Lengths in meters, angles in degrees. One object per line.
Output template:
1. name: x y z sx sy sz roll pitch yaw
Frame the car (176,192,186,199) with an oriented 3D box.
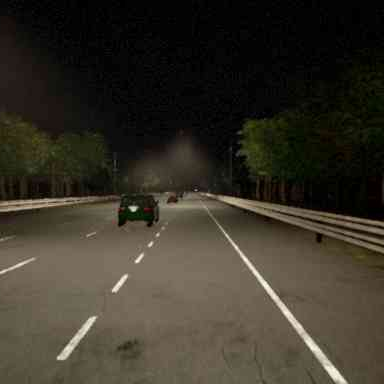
1. car: -3.450 0.940 91.375 2.150 2.045 5.566 0 0 0

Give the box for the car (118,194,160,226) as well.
1. car: -3.487 1.150 22.562 2.150 2.045 5.566 0 0 0

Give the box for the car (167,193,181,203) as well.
1. car: -3.467 1.320 61.642 1.812 1.442 4.674 0 0 0
